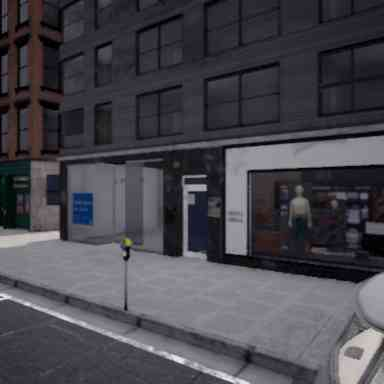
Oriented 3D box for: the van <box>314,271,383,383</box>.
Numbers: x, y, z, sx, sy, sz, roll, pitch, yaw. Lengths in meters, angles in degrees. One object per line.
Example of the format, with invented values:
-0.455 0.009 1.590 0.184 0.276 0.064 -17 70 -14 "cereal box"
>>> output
2.414 1.341 1.088 3.998 1.788 1.690 0 0 35 "van"
